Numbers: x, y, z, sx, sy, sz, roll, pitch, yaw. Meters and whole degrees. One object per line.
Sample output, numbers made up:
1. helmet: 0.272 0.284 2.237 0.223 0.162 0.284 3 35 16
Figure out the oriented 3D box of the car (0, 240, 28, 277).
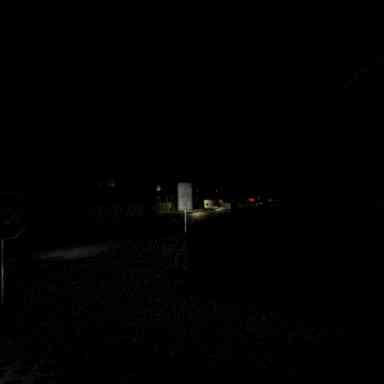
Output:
1. car: -6.404 1.675 8.414 2.128 1.511 4.902 -1 -1 15
